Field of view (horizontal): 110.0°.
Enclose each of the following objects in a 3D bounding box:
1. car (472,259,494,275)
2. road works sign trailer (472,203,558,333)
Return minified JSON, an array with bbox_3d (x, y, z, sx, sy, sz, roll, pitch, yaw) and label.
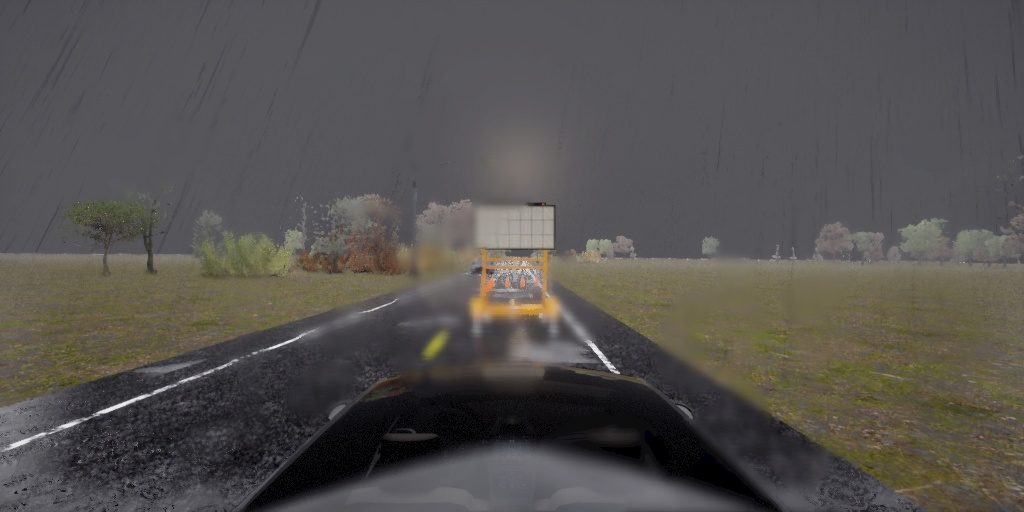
[{"bbox_3d":[-3.104,1.123,39.049,2.097,1.767,4.553,0,0,1],"label":"car"},{"bbox_3d":[0.084,0.218,10.737,2.380,3.560,2.880,0,0,0],"label":"road works sign trailer"}]
